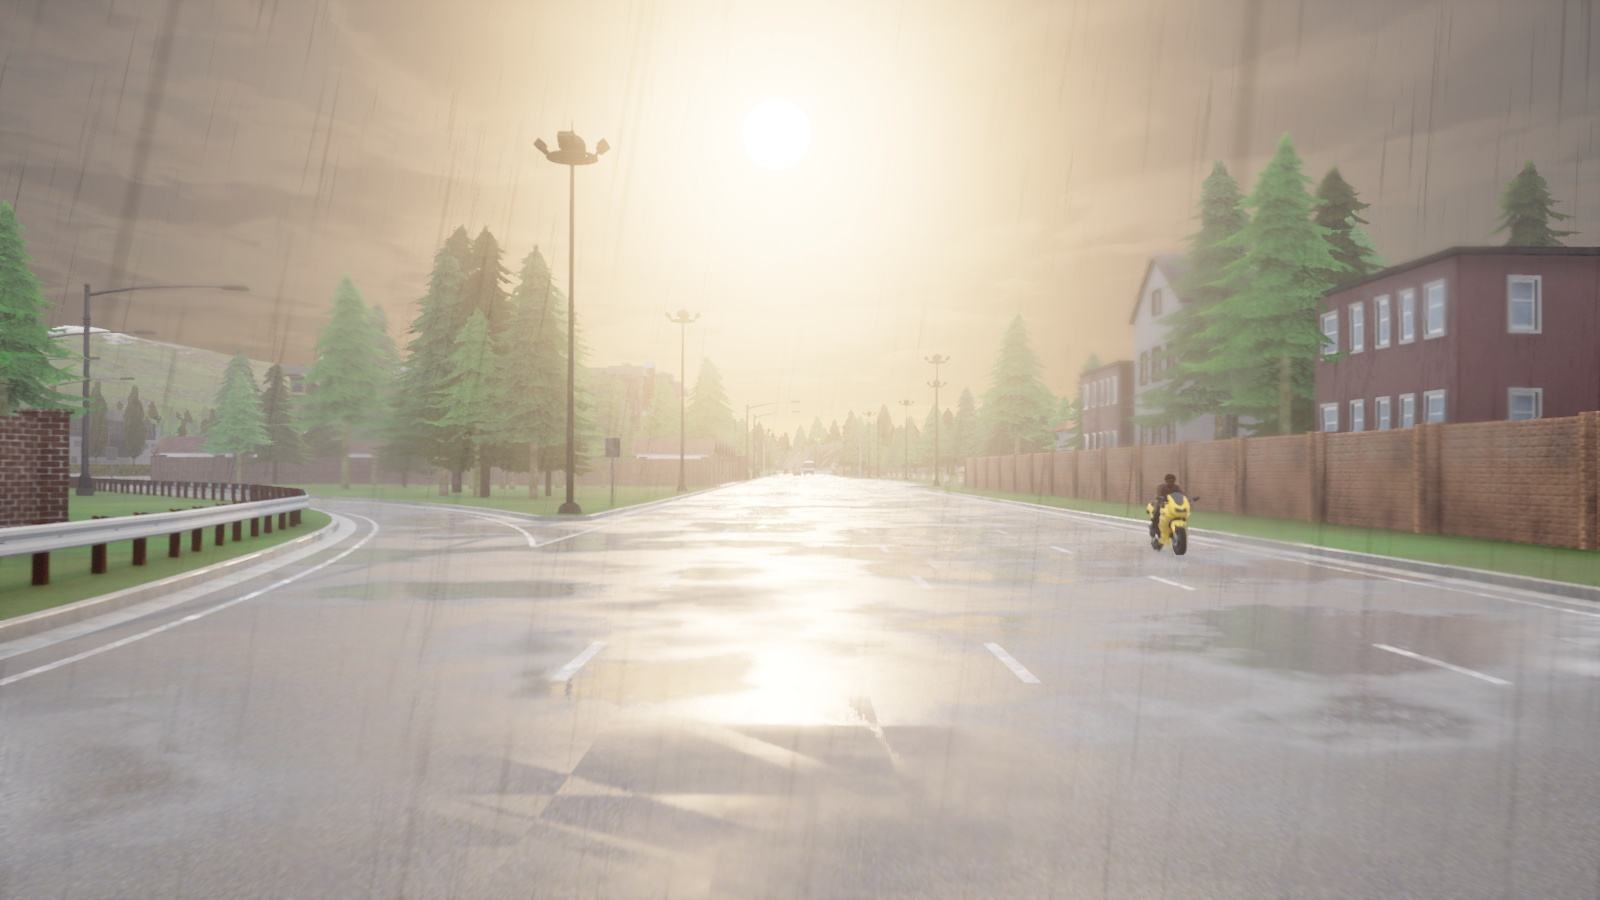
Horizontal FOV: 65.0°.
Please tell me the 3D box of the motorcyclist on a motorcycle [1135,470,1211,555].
[{"bbox_3d":[6.944,1.135,23.457,0.797,1.523,2.044,0,-1,0],"label":"motorcyclist on a motorcycle"}]
